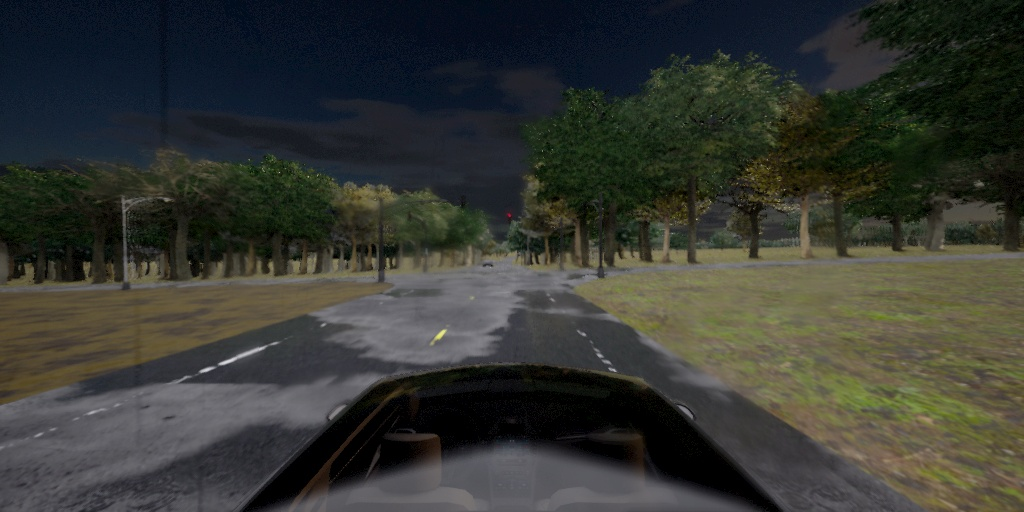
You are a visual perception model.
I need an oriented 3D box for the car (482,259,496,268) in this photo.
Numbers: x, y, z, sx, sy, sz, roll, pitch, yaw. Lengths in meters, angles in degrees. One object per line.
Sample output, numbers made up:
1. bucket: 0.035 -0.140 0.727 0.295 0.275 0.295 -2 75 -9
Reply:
1. car: -4.288 1.308 63.542 2.033 1.411 5.357 0 0 -1
